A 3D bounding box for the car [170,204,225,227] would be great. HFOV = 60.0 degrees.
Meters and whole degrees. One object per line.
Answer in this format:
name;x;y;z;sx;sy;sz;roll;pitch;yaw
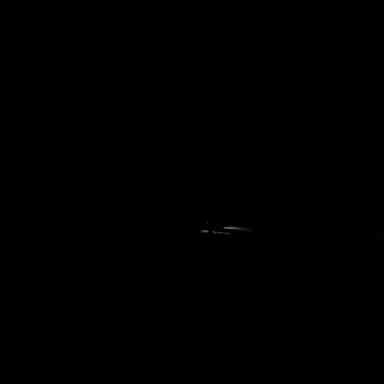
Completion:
car;0.286;1.619;23.545;1.837;1.490;4.892;0;1;-35
